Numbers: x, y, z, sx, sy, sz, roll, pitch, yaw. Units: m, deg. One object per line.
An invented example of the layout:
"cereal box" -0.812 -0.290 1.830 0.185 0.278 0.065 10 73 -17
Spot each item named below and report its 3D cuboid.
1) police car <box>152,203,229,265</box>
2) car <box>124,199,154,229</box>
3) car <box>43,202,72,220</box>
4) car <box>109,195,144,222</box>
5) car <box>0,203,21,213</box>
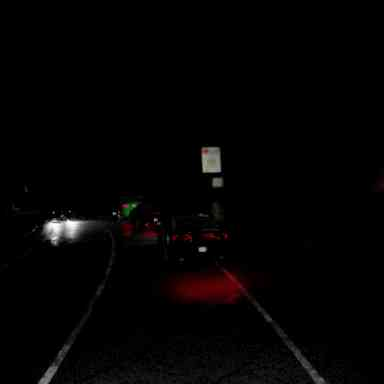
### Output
"police car" -0.181 1.406 11.893 1.930 1.638 5.238 -1 0 -11
"car" -2.937 1.473 21.855 1.882 1.535 5.008 -2 0 -20
"car" -13.116 1.942 32.341 1.895 1.301 4.718 -3 0 -33
"car" -5.387 1.256 27.659 2.150 2.045 5.566 -2 1 -26
"car" -29.762 2.554 53.758 4.892 1.490 1.837 -3 2 31
